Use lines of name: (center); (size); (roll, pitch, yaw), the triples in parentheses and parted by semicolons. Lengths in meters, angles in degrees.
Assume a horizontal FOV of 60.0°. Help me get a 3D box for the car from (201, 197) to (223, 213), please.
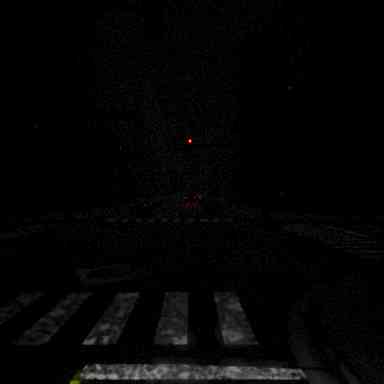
car: (2.367, 1.551, 36.687); (1.947, 1.339, 4.313); (0, 0, 0)

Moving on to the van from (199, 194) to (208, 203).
van: (2.433, 1.348, 69.753); (1.690, 1.788, 3.998); (0, 0, 0)

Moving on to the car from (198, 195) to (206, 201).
car: (2.468, 1.470, 86.285); (1.967, 1.590, 4.097); (0, 0, 0)

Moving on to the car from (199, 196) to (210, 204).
car: (2.389, 1.569, 47.710); (1.802, 1.307, 4.206); (0, 0, 0)

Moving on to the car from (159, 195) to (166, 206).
car: (-5.625, 1.572, 53.236); (1.802, 1.307, 4.206); (0, 0, 0)

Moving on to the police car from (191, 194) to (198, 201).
police car: (0.665, 1.462, 90.769); (1.930, 1.638, 5.238); (0, 0, 0)

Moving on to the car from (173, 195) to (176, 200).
car: (-5.569, 1.572, 80.790); (2.008, 1.369, 4.403); (0, 0, 0)

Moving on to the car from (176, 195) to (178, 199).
car: (-5.546, 1.582, 91.812); (1.887, 1.381, 4.507); (0, 0, 0)

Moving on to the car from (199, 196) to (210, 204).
car: (2.422, 1.551, 64.242); (2.008, 1.369, 4.403); (0, 0, 0)

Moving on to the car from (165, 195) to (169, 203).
car: (-5.613, 1.545, 58.747); (2.008, 1.369, 4.403); (0, 0, 0)

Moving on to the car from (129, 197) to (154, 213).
car: (-5.658, 1.425, 36.704); (1.967, 1.590, 4.097); (0, 0, 0)

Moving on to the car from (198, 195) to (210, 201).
car: (2.400, 1.557, 53.221); (1.947, 1.339, 4.313); (0, 0, 0)

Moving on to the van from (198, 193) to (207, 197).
van: (2.411, 1.336, 58.731); (1.690, 1.788, 3.998); (0, 0, 0)

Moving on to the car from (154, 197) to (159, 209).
car: (-5.647, 1.426, 42.215); (1.967, 1.590, 4.097); (0, 0, 0)

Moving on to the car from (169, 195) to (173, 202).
car: (-5.591, 1.446, 69.769); (1.967, 1.590, 4.097); (0, 0, 0)

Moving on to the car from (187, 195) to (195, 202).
car: (-0.194, 1.368, 74.225); (1.812, 1.442, 4.674); (0, 0, 0)

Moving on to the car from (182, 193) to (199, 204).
car: (-0.215, 1.221, 63.870); (2.150, 2.045, 5.566); (0, 0, 0)
